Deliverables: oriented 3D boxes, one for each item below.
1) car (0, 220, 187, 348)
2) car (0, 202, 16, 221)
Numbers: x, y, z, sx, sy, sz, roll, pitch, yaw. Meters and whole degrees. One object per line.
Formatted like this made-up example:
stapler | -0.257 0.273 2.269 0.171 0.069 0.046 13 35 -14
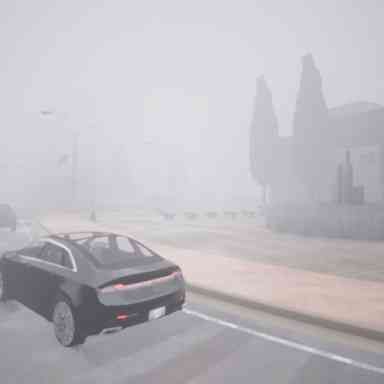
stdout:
car | -2.247 1.512 6.432 4.902 1.511 2.128 0 0 44
car | -12.102 1.386 20.531 2.097 1.767 4.553 0 0 -30
